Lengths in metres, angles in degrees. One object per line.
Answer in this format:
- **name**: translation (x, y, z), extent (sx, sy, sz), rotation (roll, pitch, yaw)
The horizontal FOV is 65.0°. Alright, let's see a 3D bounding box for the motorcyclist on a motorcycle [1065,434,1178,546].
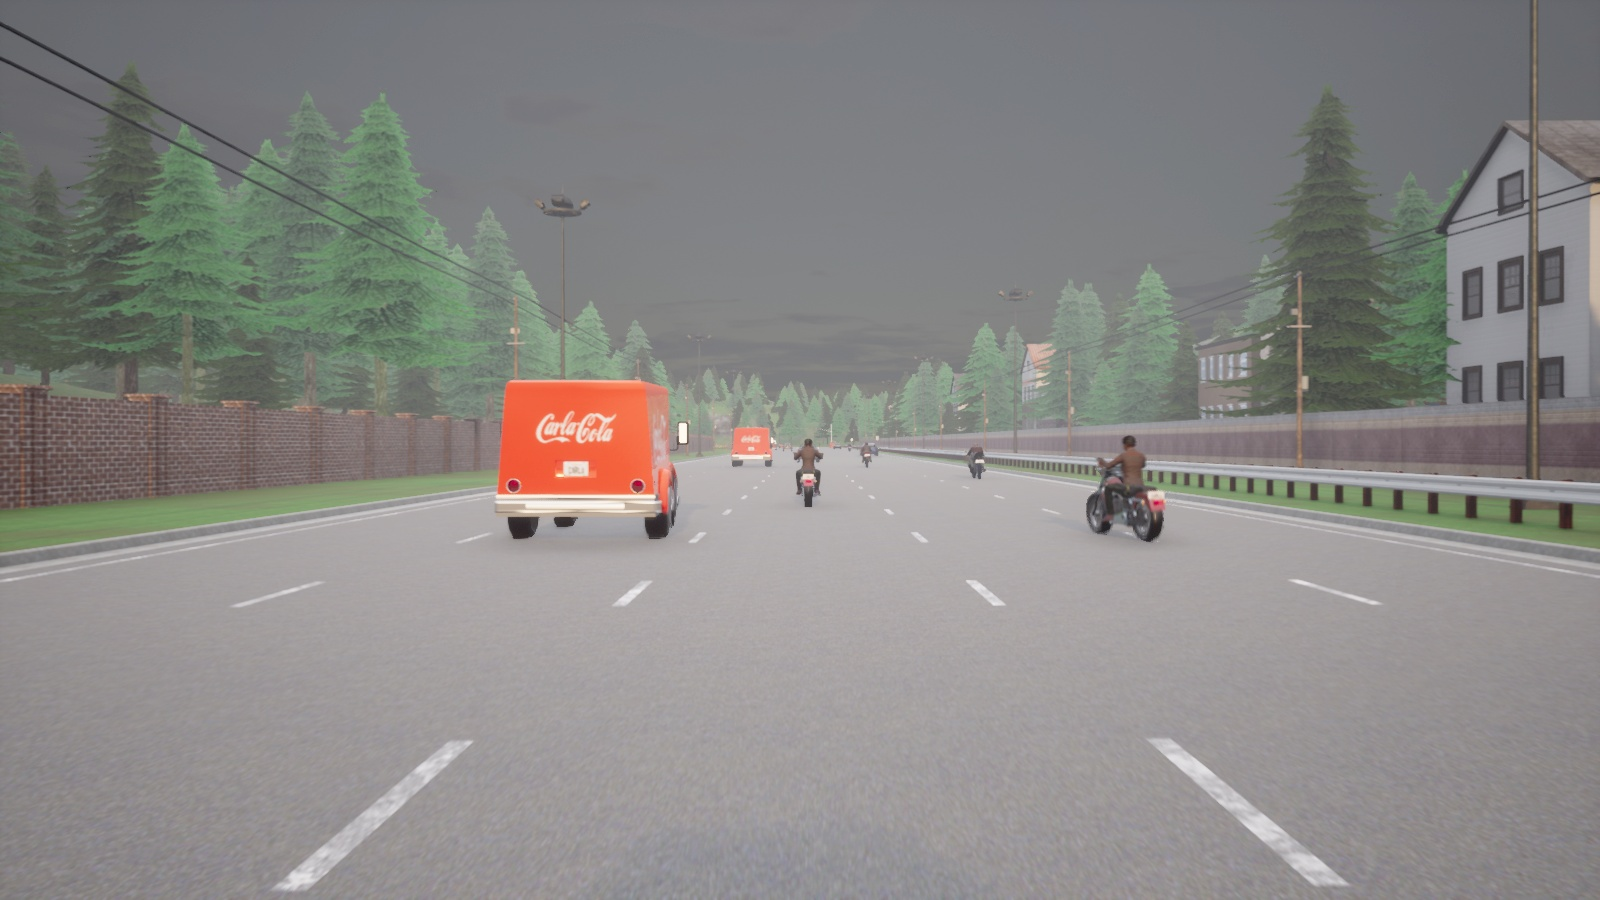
- **motorcyclist on a motorcycle**: translation (5.003, 0.590, 19.716), extent (0.766, 1.649, 2.350), rotation (0, 0, -12)

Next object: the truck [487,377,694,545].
- **truck**: translation (-3.304, 0.141, 21.067), extent (2.627, 2.467, 5.204), rotation (0, 1, 0)

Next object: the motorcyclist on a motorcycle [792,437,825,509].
- **motorcyclist on a motorcycle**: translation (0.196, 0.527, 30.113), extent (0.766, 1.649, 2.350), rotation (0, 0, 0)

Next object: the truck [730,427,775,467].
- **truck**: translation (-3.004, -0.194, 80.109), extent (2.627, 2.467, 5.204), rotation (0, 0, 0)

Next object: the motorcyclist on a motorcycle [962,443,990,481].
- **motorcyclist on a motorcycle**: translation (7.329, 0.493, 52.282), extent (0.866, 1.530, 2.191), rotation (0, 0, 0)
